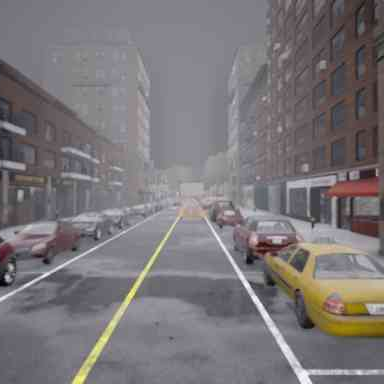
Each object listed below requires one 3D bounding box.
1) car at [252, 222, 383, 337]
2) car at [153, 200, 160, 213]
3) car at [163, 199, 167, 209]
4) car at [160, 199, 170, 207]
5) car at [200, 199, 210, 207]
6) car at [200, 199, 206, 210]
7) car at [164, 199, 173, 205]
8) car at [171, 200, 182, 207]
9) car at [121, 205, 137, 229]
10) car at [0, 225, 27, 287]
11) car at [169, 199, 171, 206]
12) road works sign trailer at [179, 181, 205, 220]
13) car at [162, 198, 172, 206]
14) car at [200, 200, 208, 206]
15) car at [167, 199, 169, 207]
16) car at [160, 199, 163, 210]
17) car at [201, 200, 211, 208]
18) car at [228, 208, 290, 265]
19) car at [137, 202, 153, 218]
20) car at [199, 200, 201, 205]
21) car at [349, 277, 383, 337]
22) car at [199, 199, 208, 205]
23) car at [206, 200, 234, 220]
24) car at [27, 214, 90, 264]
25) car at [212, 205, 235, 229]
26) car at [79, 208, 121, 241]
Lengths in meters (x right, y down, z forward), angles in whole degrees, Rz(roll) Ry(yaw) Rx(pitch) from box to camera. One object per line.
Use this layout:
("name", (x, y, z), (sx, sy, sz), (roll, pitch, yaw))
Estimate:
("car", (2.635, 1.597, 6.890), (1.752, 1.417, 4.829), (0, -1, 0))
("car", (-5.403, 1.954, 39.820), (2.008, 1.369, 4.403), (0, -1, 0))
("car", (-5.407, 2.081, 50.857), (1.947, 1.339, 4.313), (0, -1, 0))
("car", (-5.414, 2.214, 67.242), (1.752, 1.417, 4.829), (0, -1, 0))
("car", (2.611, 2.236, 67.418), (1.887, 1.381, 4.507), (0, -1, 0))
("car", (2.618, 2.098, 50.864), (1.802, 1.307, 4.206), (0, -1, 0))
("car", (-5.418, 2.393, 78.449), (1.802, 1.307, 4.206), (0, -1, 0))
("car", (-2.791, 2.207, 64.587), (2.033, 1.411, 5.357), (0, -1, 1))
("car", (-5.397, 1.787, 23.264), (2.008, 1.369, 4.403), (0, -1, 0))
("car", (-5.390, 1.509, 6.709), (1.967, 1.590, 4.097), (0, -1, 0))
("car", (-5.412, 2.071, 61.895), (1.967, 1.590, 4.097), (0, -1, 0))
("road works sign trailer", (-0.012, 0.781, 31.170), (2.380, 3.560, 2.880), (0, -1, 0))
("car", (-5.416, 2.191, 72.932), (1.967, 1.590, 4.097), (0, -1, 0))
("car", (2.609, 2.334, 72.936), (1.802, 1.307, 4.206), (0, -1, 0))
("car", (-5.409, 2.123, 56.375), (2.008, 1.369, 4.403), (0, -1, 0))
("car", (-5.405, 2.004, 45.339), (1.887, 1.381, 4.507), (0, -1, 0))
("car", (2.613, 2.159, 62.071), (1.752, 1.417, 4.829), (0, -1, 0))
("car", (2.633, 1.566, 12.238), (1.967, 1.590, 4.097), (0, -1, 0))
("car", (-5.401, 1.929, 34.301), (1.802, 1.307, 4.206), (0, -1, 0))
("car", (2.615, 2.155, 56.382), (1.802, 1.307, 4.206), (0, -1, 0))
("car", (2.637, 1.565, 1.202), (2.008, 1.369, 4.403), (0, -1, 0))
("car", (2.607, 2.378, 78.454), (1.947, 1.339, 4.313), (0, -1, 0))
("car", (2.627, 1.608, 28.795), (2.192, 1.841, 5.009), (0, -1, 0))
("car", (-5.392, 1.707, 12.227), (1.802, 1.307, 4.206), (0, -1, 0))
("car", (2.628, 1.819, 23.274), (1.802, 1.307, 4.206), (0, -1, 0))
("car", (-5.394, 1.731, 17.746), (2.008, 1.369, 4.403), (0, -1, 0))
